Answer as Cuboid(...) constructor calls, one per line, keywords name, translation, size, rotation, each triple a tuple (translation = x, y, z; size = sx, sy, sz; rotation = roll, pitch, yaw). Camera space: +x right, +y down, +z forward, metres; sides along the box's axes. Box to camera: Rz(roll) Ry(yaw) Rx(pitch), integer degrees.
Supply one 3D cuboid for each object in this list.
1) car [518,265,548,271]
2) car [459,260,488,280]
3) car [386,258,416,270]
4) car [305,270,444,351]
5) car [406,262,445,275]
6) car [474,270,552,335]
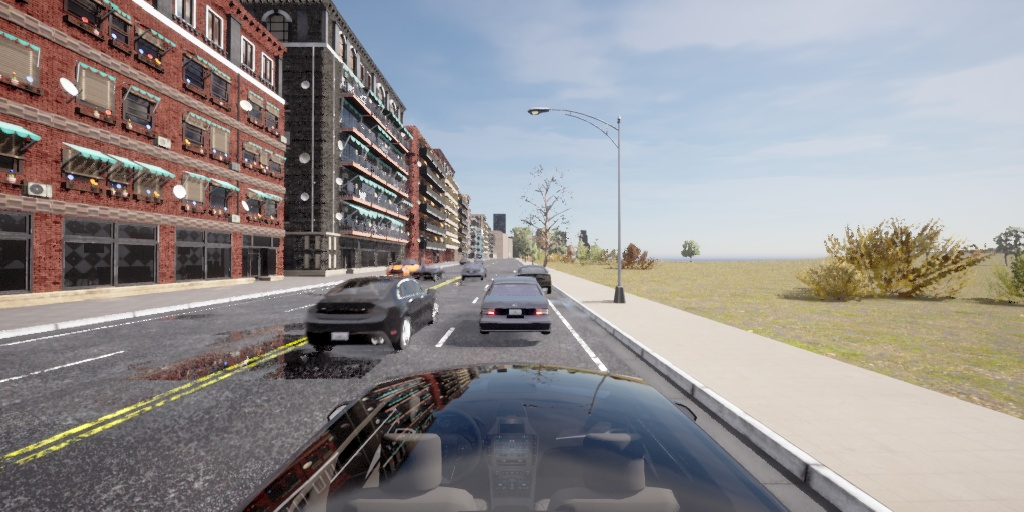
Cuboid(name="car", translation=(1.115, 1.230, 20.306), size=(1.882, 1.535, 5.008), rotation=(0, 0, 0))
Cuboid(name="car", translation=(-3.180, 1.300, 30.773), size=(2.033, 1.411, 5.357), rotation=(0, 0, 0))
Cuboid(name="car", translation=(-9.888, 1.104, 32.843), size=(2.097, 1.767, 4.553), rotation=(0, 0, 0))
Cuboid(name="car", translation=(-3.160, 1.253, 9.003), size=(1.837, 1.490, 4.892), rotation=(0, -1, 0))
Cuboid(name="car", translation=(-6.632, 1.353, 28.514), size=(1.895, 1.301, 4.718), rotation=(0, 0, 0))
Cuboid(name="car", translation=(0.092, 1.299, 10.542), size=(2.033, 1.411, 5.357), rotation=(0, 0, 0))
